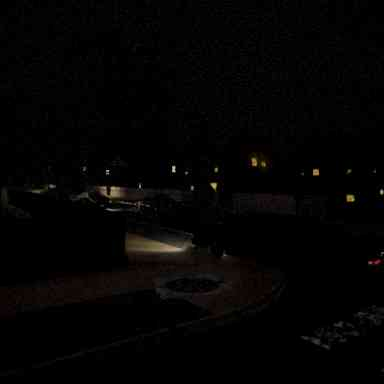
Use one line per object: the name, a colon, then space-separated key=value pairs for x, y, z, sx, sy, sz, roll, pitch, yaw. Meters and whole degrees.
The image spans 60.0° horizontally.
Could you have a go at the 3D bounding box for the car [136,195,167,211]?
car: x=-2.749 y=0.893 z=26.157 sx=1.994 sy=1.385 sz=4.181 roll=0 pitch=2 yaw=-35

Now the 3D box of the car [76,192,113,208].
car: x=-8.955 y=0.680 z=30.116 sx=2.033 sy=1.411 sz=5.357 roll=0 pitch=2 yaw=-35

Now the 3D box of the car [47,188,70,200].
car: x=-16.537 y=0.209 z=41.119 sx=1.882 sy=1.535 sz=5.008 roll=0 pitch=1 yaw=-34

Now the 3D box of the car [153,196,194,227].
car: x=0.367 y=1.175 z=16.683 sx=2.033 sy=1.411 sz=5.357 roll=0 pitch=2 yaw=-35

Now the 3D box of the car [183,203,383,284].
car: x=2.536 y=1.370 z=9.372 sx=5.357 sy=1.411 sz=2.033 roll=7 pitch=5 yaw=37
